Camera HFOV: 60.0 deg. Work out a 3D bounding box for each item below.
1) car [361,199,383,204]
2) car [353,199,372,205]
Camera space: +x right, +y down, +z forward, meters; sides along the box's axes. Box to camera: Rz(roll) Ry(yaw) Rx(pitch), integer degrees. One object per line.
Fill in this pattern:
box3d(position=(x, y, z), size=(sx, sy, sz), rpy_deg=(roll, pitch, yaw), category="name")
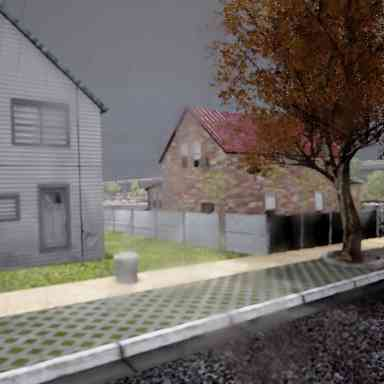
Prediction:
box3d(position=(31.487, 2.241, 58.912), size=(1.812, 1.442, 4.674), rpy_deg=(-2, -1, 1), category="car")
box3d(position=(38.145, 2.211, 74.672), size=(1.895, 1.301, 4.718), rpy_deg=(-2, -1, 0), category="car")
